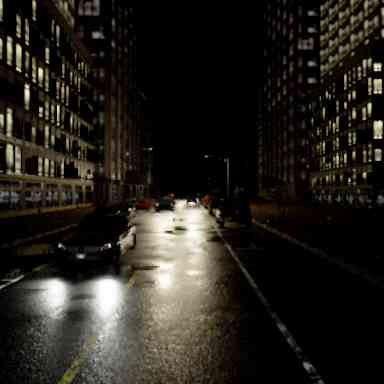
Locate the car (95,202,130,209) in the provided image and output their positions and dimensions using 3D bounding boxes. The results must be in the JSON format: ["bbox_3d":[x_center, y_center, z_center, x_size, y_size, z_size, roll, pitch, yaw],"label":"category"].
[{"bbox_3d":[-5.702,1.560,22.109,1.947,1.339,4.313,0,0,0],"label":"car"}]

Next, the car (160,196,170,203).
[{"bbox_3d":[-5.740,1.555,71.963,1.802,1.307,4.206,0,0,0],"label":"car"}]

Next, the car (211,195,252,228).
[{"bbox_3d":[2.679,1.308,22.115,2.192,1.841,5.009,0,0,0],"label":"car"}]

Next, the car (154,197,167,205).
[{"bbox_3d":[-5.731,1.560,60.885,1.802,1.307,4.206,0,0,0],"label":"car"}]

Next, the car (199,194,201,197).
[{"bbox_3d":[2.649,1.502,61.061,1.752,1.417,4.829,0,0,0],"label":"car"}]

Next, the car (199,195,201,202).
[{"bbox_3d":[2.653,1.530,55.352,2.008,1.369,4.403,0,0,0],"label":"car"}]

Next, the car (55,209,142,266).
[{"bbox_3d":[-3.099,1.523,11.612,1.812,1.442,4.674,0,0,0],"label":"car"}]

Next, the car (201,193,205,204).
[{"bbox_3d":[2.663,1.299,44.273,2.192,1.841,5.009,0,0,0],"label":"car"}]

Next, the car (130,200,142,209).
[{"bbox_3d":[-5.706,1.543,27.648,2.008,1.369,4.403,0,0,0],"label":"car"}]

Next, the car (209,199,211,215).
[{"bbox_3d":[2.674,1.536,27.655,1.887,1.381,4.507,0,0,0],"label":"car"}]

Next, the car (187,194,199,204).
[{"bbox_3d":[-0.047,1.502,64.071,1.812,1.442,4.674,0,0,0],"label":"car"}]

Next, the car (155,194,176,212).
[{"bbox_3d":[-3.029,1.403,38.575,2.097,1.767,4.553,0,0,0],"label":"car"}]

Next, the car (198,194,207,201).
[{"bbox_3d":[2.632,1.406,83.048,1.967,1.590,4.097,0,0,0],"label":"car"}]

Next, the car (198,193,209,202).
[{"bbox_3d":[2.638,1.284,77.509,2.192,1.841,5.009,0,0,0],"label":"car"}]

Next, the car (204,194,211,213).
[{"bbox_3d":[2.671,1.304,33.195,2.192,1.841,5.009,0,0,0],"label":"car"}]

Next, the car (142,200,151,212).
[{"bbox_3d":[-5.715,1.570,38.727,1.802,1.307,4.206,0,0,0],"label":"car"}]

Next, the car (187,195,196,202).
[{"bbox_3d":[-0.054,1.405,74.079,1.994,1.385,4.181,0,0,0],"label":"car"}]
